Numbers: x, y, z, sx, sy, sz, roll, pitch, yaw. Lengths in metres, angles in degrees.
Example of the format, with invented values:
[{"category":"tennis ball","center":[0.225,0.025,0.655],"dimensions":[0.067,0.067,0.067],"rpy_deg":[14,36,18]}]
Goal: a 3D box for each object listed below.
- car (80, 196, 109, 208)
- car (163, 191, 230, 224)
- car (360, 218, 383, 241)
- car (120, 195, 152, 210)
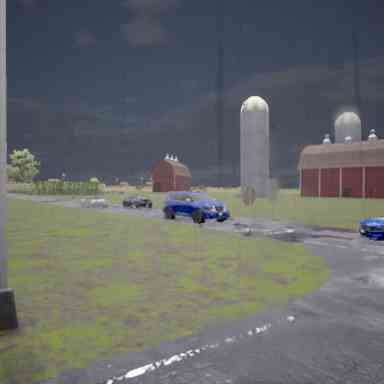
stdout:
[{"category":"car","center":[-11.092,1.127,37.863],"dimensions":[1.895,1.301,4.718],"rpy_deg":[0,1,-37]},{"category":"car","center":[0.131,0.994,22.999],"dimensions":[2.150,2.045,5.566],"rpy_deg":[0,1,-37]},{"category":"car","center":[9.998,1.449,14.402],"dimensions":[5.008,1.535,1.882],"rpy_deg":[0,2,5]},{"category":"car","center":[-6.079,1.082,35.972],"dimensions":[1.837,1.490,4.892],"rpy_deg":[-1,1,-38]}]
